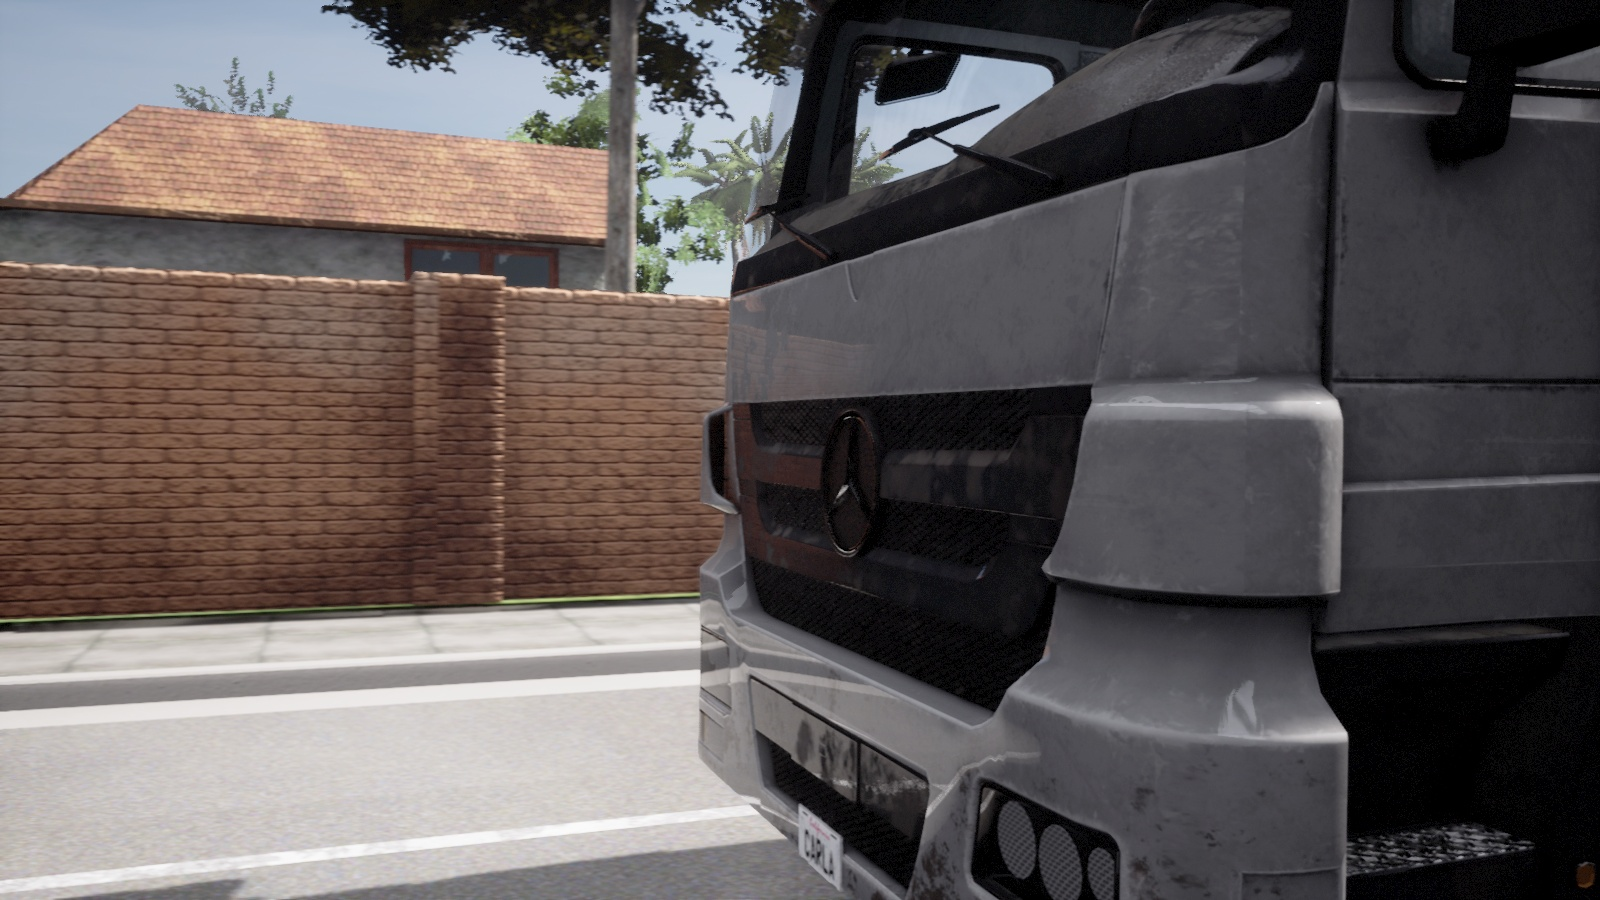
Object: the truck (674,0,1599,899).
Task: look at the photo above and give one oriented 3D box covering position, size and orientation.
[{"bbox_3d":[3.777,-0.301,4.661,7.936,3.462,2.891,-1,1,-21],"label":"truck"}]
